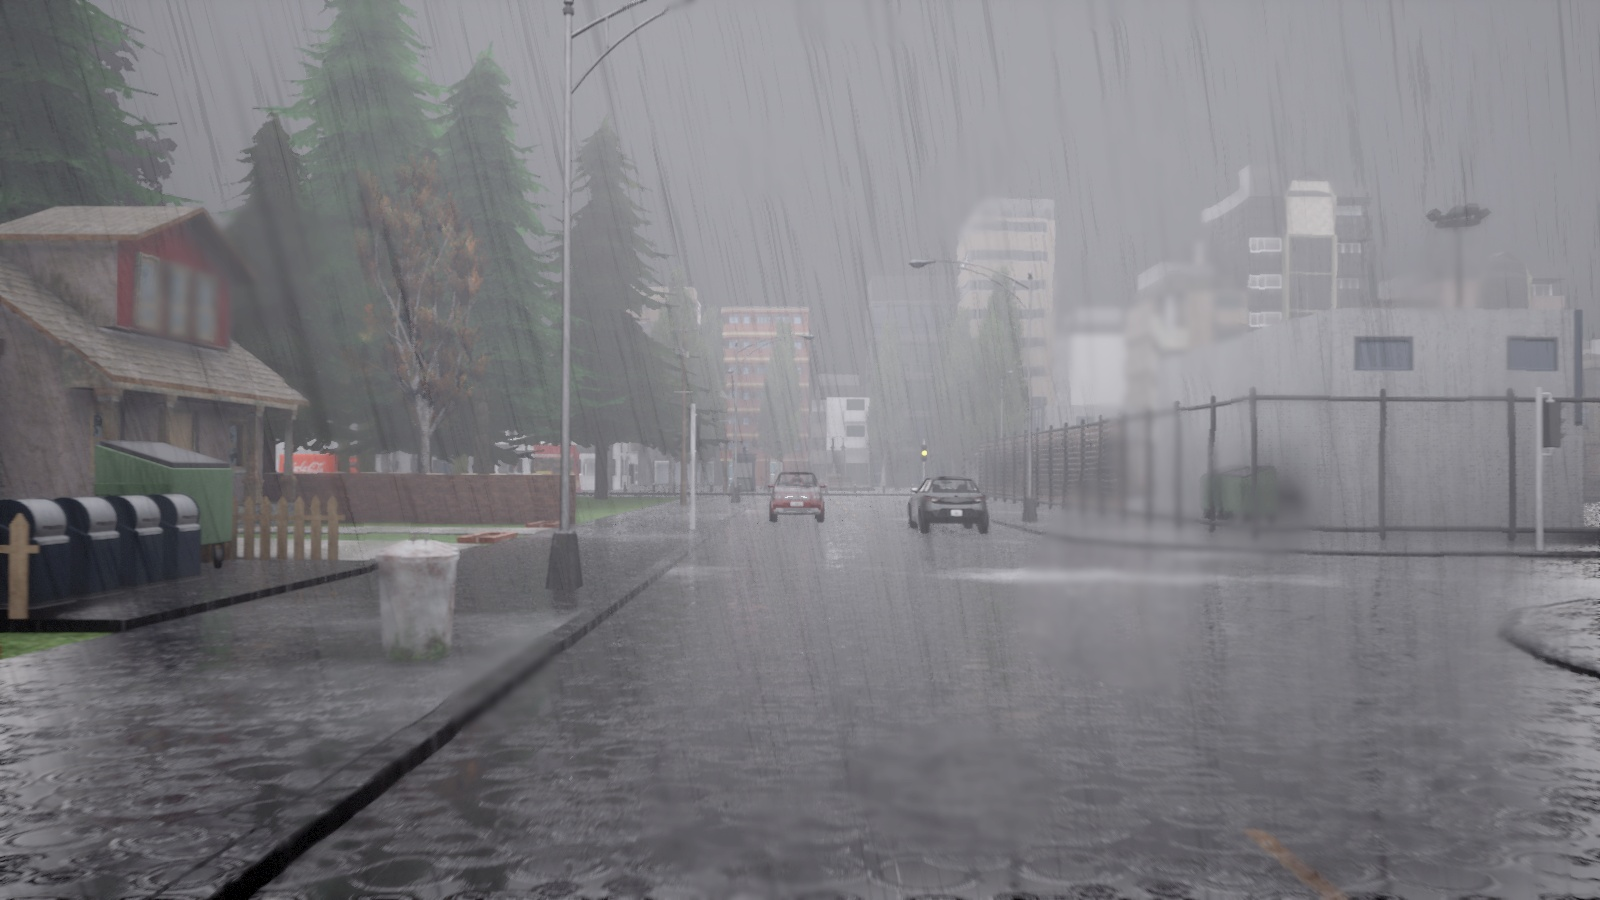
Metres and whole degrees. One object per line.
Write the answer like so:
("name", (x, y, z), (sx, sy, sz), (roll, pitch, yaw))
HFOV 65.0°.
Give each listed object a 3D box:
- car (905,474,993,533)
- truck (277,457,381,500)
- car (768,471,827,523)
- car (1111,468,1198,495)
("car", (3.908, 1.375, 33.569), (1.816, 1.474, 4.193), (0, -1, 0))
("truck", (-28.076, 1.695, 74.939), (5.204, 2.467, 2.627), (0, -1, 0))
("car", (-0.092, 1.457, 39.653), (1.789, 1.549, 3.705), (0, -1, -1))
("car", (22.277, 1.979, 79.072), (4.856, 1.649, 2.033), (0, -1, 0))
